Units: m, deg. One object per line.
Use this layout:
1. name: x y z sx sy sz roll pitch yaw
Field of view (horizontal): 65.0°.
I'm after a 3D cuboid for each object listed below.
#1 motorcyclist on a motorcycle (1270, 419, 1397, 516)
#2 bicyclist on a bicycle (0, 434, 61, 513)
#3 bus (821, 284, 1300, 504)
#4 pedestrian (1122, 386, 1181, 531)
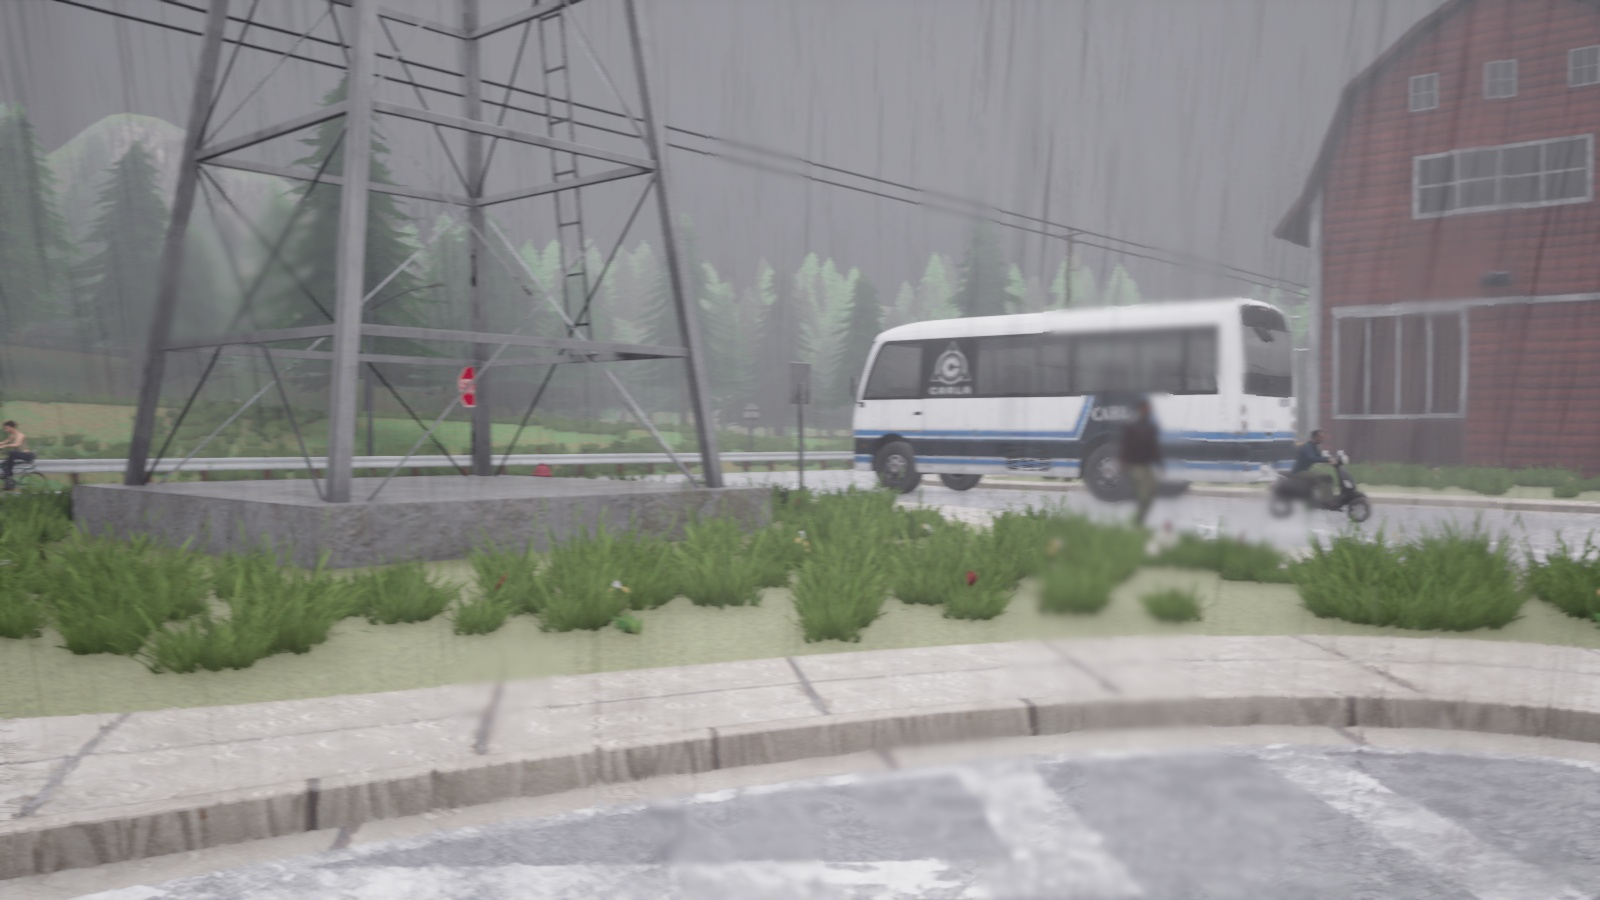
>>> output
1. motorcyclist on a motorcycle: 9.113 0.279 21.478 1.817 1.590 0.866 0 1 42
2. bicyclist on a bicycle: -16.470 0.483 26.300 0.866 1.612 1.509 0 1 43
3. bus: 5.683 -1.121 29.168 10.273 4.253 3.944 0 1 42
4. pedestrian: 4.574 0.104 16.363 0.431 1.840 0.703 -1 1 -13
